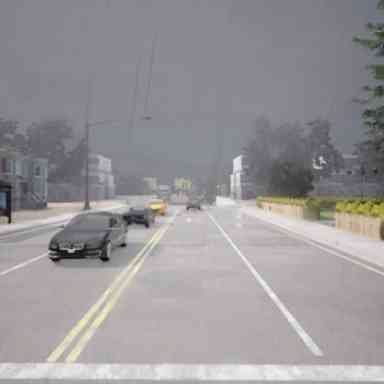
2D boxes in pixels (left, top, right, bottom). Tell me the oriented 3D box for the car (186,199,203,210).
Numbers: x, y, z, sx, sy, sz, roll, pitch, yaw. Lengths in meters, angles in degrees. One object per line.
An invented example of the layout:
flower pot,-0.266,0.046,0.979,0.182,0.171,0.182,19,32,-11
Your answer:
car,0.341,1.579,43.056,2.033,1.411,5.357,0,0,4

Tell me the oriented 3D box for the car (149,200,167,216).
car,-3.561,1.502,33.066,1.882,1.535,5.008,0,0,1

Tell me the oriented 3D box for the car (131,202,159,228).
car,-3.595,1.618,22.584,1.895,1.301,4.718,0,0,0

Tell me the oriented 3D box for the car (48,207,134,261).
car,-3.601,1.514,12.329,1.837,1.490,4.892,0,0,0
